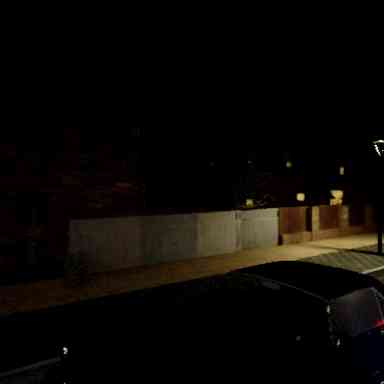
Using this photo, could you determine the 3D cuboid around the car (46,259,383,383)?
[{"bbox_3d":[0.983,1.584,3.769,4.718,1.301,1.895,0,0,-35],"label":"car"}]
